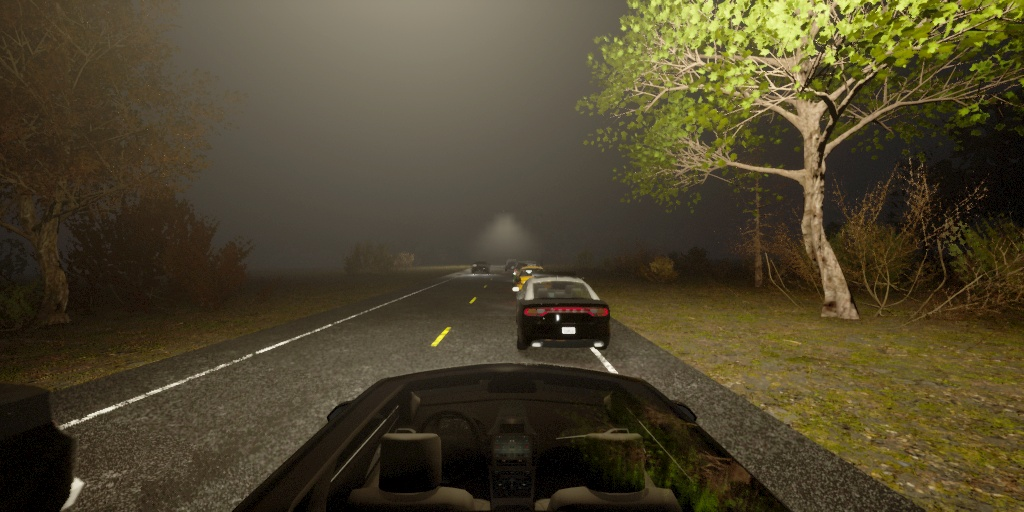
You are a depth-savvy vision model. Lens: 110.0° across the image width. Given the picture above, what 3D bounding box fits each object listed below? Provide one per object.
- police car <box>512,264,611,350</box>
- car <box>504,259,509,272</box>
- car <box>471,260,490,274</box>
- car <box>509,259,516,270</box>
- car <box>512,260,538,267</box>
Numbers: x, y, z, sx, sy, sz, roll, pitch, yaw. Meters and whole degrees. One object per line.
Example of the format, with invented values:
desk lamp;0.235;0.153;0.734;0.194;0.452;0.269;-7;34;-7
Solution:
police car;1.049;1.177;9.222;1.930;1.638;5.238;0;0;0
car;0.018;1.284;47.371;1.812;1.442;4.674;0;0;1
car;-3.508;1.262;40.496;1.837;1.490;4.892;0;0;0
car;1.044;1.106;25.084;2.097;1.767;4.553;0;0;0
car;1.046;1.210;19.305;1.801;1.575;5.366;0;0;0
